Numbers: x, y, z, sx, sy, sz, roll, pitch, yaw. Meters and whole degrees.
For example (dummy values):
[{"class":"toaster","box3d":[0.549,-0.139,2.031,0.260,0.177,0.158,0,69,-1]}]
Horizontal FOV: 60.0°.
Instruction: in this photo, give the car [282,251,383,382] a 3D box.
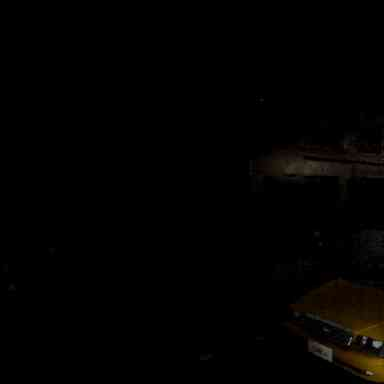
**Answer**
[{"class":"car","box3d":[3.461,1.510,5.195,4.829,1.417,1.752,0,0,-35]}]
